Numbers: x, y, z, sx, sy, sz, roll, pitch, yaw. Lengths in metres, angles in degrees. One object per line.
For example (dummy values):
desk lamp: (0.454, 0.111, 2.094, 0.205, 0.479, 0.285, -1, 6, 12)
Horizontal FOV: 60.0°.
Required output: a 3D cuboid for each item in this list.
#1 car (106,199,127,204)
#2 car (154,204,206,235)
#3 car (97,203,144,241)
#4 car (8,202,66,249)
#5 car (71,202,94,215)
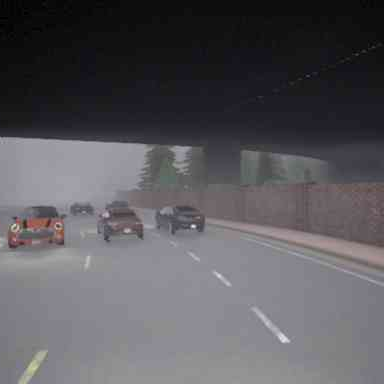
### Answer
car: (-7.866, 1.522, 35.065, 1.837, 1.490, 4.892, -1, 0, -24)
car: (-0.814, 1.473, 18.953, 1.837, 1.490, 4.892, 0, 0, -21)
car: (-3.683, 1.533, 16.849, 1.812, 1.442, 4.674, -1, 0, -21)
car: (-6.902, 1.401, 15.162, 2.097, 1.767, 4.553, -1, 0, -21)
car: (-11.538, 1.664, 34.715, 1.895, 1.301, 4.718, -1, 0, -24)
